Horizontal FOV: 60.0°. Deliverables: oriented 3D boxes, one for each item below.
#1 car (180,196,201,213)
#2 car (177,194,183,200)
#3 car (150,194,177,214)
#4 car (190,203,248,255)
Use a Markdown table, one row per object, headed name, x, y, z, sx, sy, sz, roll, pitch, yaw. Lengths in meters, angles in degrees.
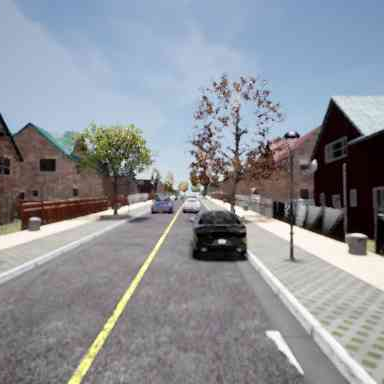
| name | x | y | z | sx | sy | sz | roll | pitch | yaw |
| --- | --- | --- | --- | --- | --- | --- | --- | --- | --- |
| car | 0.013 | 1.370 | 35.170 | 1.812 | 1.442 | 4.674 | 0 | 0 | 0 |
| car | -2.791 | 1.117 | 74.308 | 2.128 | 1.511 | 4.902 | 0 | 0 | 0 |
| car | -2.862 | 1.205 | 32.998 | 2.097 | 1.767 | 4.553 | 0 | 0 | 0 |
| car | 0.956 | 1.417 | 13.082 | 1.882 | 1.535 | 5.008 | 0 | 0 | 0 |
